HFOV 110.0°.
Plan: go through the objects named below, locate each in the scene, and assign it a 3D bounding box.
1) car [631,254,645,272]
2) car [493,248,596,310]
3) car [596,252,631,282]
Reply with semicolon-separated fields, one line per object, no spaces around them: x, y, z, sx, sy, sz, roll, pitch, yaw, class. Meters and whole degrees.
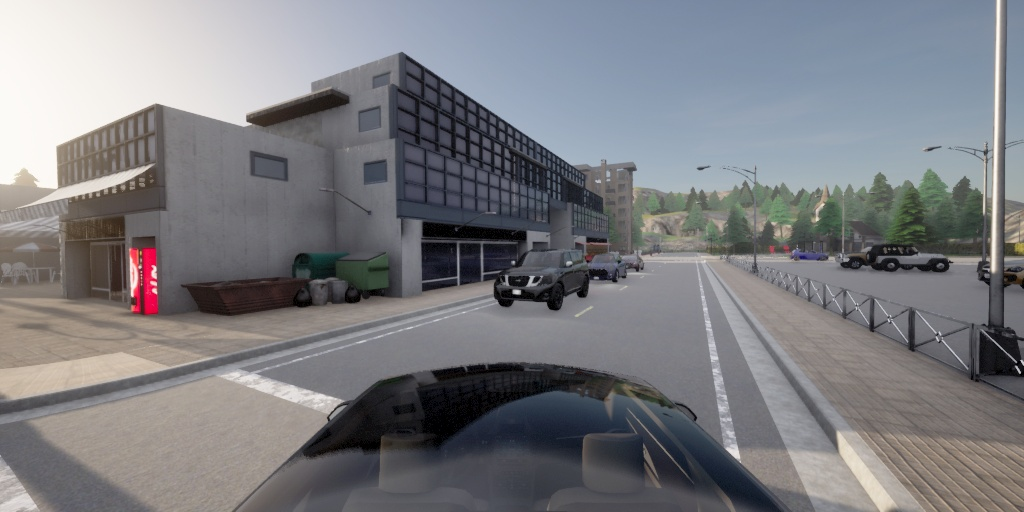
10.494;0.567;31.730;1.812;1.442;4.674;0;1;27;car
1.398;0.733;13.841;2.150;2.045;5.566;0;1;27;car
5.854;0.633;22.611;2.097;1.767;4.553;0;1;27;car
